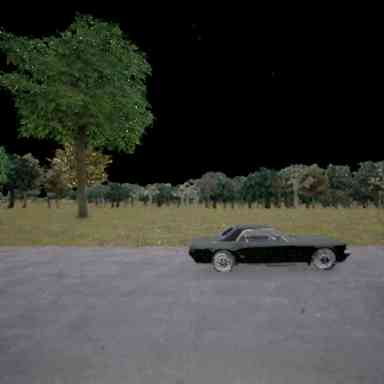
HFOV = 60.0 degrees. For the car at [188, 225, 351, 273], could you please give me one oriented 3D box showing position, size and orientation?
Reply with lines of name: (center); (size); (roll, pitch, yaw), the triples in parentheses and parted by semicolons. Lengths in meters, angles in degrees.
car: (2.267, 1.676, 10.393); (4.718, 1.301, 1.895); (-1, -2, 1)
